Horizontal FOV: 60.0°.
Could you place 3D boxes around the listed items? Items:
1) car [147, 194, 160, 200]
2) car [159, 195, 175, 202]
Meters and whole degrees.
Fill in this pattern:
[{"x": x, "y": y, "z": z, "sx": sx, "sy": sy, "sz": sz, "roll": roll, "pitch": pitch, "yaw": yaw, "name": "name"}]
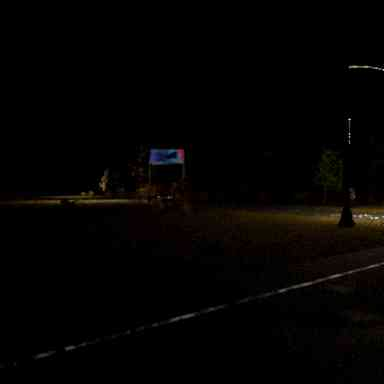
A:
[{"x": -7.411, "y": 1.199, "z": 67.251, "sx": 2.128, "sy": 1.511, "sz": 4.902, "roll": 0, "pitch": 0, "yaw": -34, "name": "car"}, {"x": -3.416, "y": 1.275, "z": 61.339, "sx": 2.033, "sy": 1.411, "sz": 5.357, "roll": 0, "pitch": 0, "yaw": -33, "name": "car"}]
